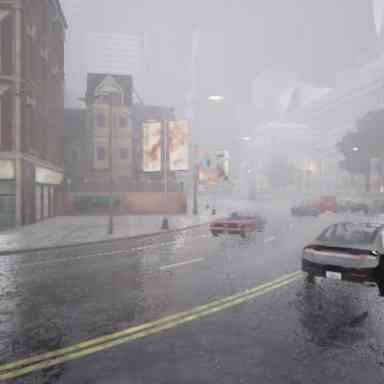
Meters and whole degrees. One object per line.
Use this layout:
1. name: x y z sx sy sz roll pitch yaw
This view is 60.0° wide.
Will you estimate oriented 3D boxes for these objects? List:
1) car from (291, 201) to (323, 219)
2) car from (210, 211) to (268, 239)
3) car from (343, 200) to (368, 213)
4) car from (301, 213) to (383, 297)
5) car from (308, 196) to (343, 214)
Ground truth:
1. car: 10.719 1.803 31.661 1.895 1.301 4.718 0 0 8
2. car: 2.710 1.740 18.587 1.895 1.301 4.718 -1 -1 28
3. car: 18.373 1.718 38.183 1.837 1.490 4.892 0 0 2
4. car: 4.563 1.542 8.819 2.128 1.511 4.902 -1 0 41
5. car: 14.973 1.457 38.618 2.150 2.045 5.566 0 0 1
